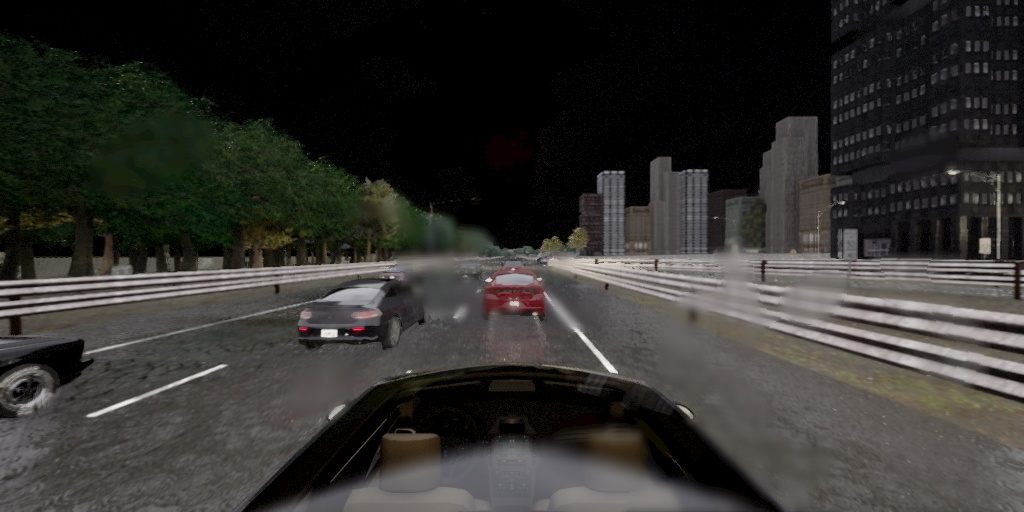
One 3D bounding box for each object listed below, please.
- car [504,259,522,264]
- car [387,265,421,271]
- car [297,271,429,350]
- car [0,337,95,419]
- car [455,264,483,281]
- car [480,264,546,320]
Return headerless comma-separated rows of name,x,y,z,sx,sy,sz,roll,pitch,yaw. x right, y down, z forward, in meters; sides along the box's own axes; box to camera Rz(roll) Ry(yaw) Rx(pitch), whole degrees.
car,0.108,1.068,30.569,2.097,1.767,4.553,0,0,0
car,-6.895,1.279,23.111,2.033,1.411,5.357,0,0,0
car,-3.401,1.273,8.980,1.812,1.442,4.674,0,0,0
car,-6.902,1.351,2.922,1.895,1.301,4.718,0,0,0
car,-3.396,1.320,29.592,1.895,1.301,4.718,0,0,0
car,0.100,1.222,12.670,1.882,1.535,5.008,0,0,0
